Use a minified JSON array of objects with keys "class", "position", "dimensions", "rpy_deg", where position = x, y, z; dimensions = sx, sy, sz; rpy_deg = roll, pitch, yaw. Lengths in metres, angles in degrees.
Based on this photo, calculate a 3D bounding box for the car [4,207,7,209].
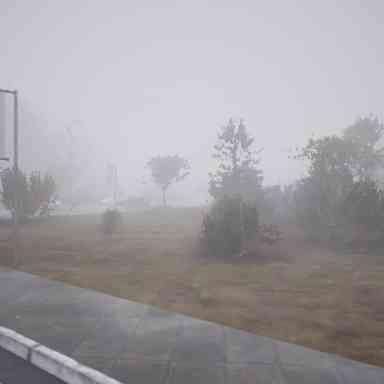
[{"class":"car","position":[-20.773,1.542,42.205],"dimensions":[2.033,1.411,5.357],"rpy_deg":[0,0,39]}]

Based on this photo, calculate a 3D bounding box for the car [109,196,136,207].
[{"class":"car","position":[-9.578,1.381,50.631],"dimensions":[1.882,1.535,5.008],"rpy_deg":[0,0,39]}]

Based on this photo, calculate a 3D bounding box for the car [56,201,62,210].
[{"class":"car","position":[-18.031,1.521,40.028],"dimensions":[1.812,1.442,4.674],"rpy_deg":[0,0,39]}]

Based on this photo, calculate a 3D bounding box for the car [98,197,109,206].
[{"class":"car","position":[-12.573,1.434,52.492],"dimensions":[1.812,1.442,4.674],"rpy_deg":[0,1,39]}]
